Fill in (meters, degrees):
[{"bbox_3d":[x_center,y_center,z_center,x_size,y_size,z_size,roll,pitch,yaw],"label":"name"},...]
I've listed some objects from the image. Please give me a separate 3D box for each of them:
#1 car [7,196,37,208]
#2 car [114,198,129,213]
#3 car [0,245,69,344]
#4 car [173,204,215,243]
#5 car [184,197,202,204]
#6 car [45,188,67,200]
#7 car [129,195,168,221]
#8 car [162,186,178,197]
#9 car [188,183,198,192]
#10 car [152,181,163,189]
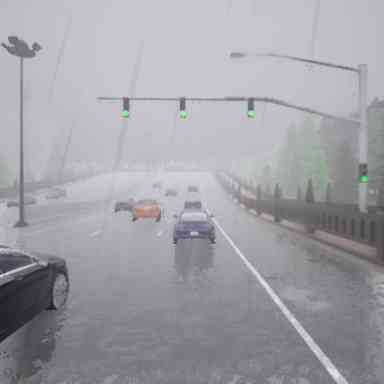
[{"bbox_3d":[-20.984,1.158,41.135,1.994,1.385,4.181,0,3,0],"label":"car"},{"bbox_3d":[-6.895,1.369,35.244,1.837,1.490,4.892,0,2,0],"label":"car"},{"bbox_3d":[-3.400,1.491,4.822,2.128,1.511,4.902,0,0,0],"label":"car"},{"bbox_3d":[0.088,1.524,15.833,1.812,1.442,4.674,0,0,0],"label":"car"},{"bbox_3d":[0.107,1.295,36.451,1.882,1.535,5.008,0,2,0],"label":"car"},{"bbox_3d":[-20.927,0.269,51.360,2.128,1.511,4.902,0,6,0],"label":"car"},{"bbox_3d":[-3.400,1.340,26.877,2.097,1.767,4.553,0,0,0],"label":"car"},{"bbox_3d":[-3.402,-0.090,54.707,1.837,1.490,4.892,0,7,1],"label":"car"},{"bbox_3d":[0.192,-0.915,61.124,1.882,1.535,5.008,0,8,1],"label":"car"},{"bbox_3d":[-6.842,-1.533,66.601,2.033,1.411,5.357,0,7,0],"label":"car"}]
